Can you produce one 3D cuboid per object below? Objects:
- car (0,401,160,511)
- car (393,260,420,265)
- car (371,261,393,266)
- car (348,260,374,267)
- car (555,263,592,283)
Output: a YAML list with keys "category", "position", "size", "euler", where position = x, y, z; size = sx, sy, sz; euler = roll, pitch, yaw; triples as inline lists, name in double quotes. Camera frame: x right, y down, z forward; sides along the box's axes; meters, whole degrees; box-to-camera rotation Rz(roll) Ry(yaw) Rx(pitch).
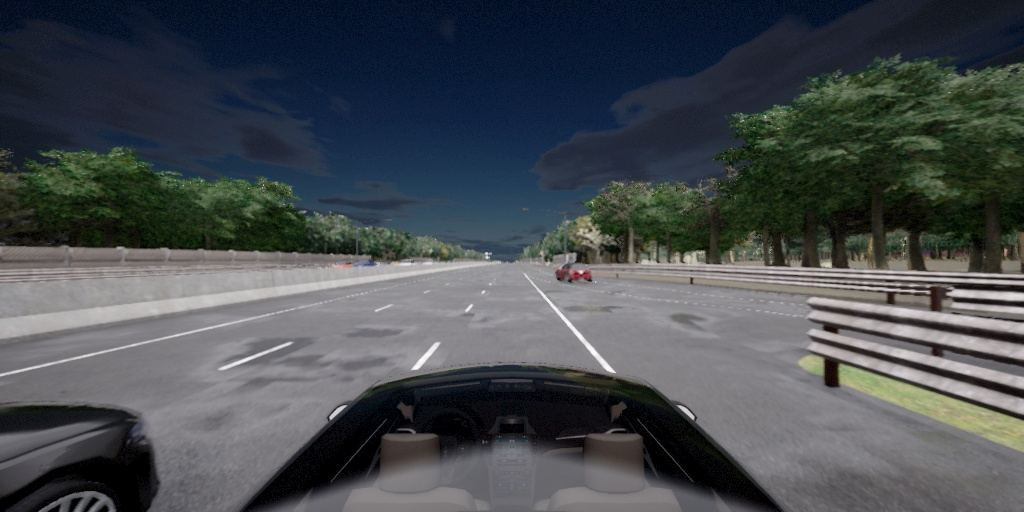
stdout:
- category: "car"
  position: [-3.399, 1.229, 0.487]
  size: [2.128, 1.511, 4.902]
  euler: [0, -1, 0]
- category: "car"
  position: [-17.536, 1.623, 59.906]
  size: [2.150, 2.045, 5.566]
  euler: [0, -1, 1]
- category: "car"
  position: [-21.026, 1.948, 59.857]
  size: [2.033, 1.411, 5.357]
  euler: [0, -1, 0]
- category: "car"
  position: [-24.522, 1.619, 59.684]
  size: [2.150, 2.045, 5.566]
  euler: [0, -1, 0]
- category: "car"
  position: [5.358, 1.407, 31.852]
  size: [2.097, 1.767, 4.553]
  euler: [-1, -1, -10]
